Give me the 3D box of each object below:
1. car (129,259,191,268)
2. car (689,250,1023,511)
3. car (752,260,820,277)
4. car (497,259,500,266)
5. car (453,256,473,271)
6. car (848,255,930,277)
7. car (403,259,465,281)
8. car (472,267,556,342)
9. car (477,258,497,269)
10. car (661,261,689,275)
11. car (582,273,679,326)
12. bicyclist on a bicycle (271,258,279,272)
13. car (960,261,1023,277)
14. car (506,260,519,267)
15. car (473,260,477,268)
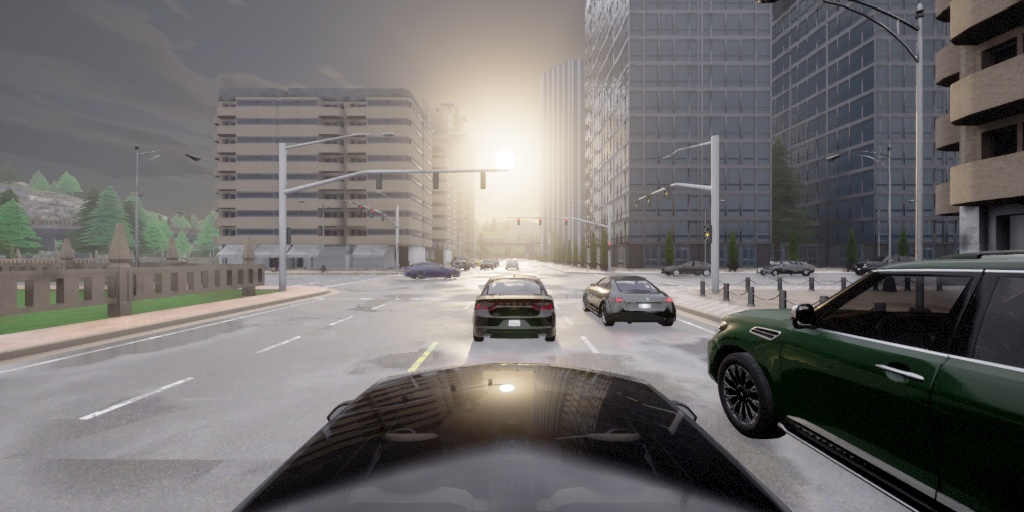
[{"bbox_3d":[-26.950,1.201,28.214,4.892,1.490,1.837,-1,0,7],"label":"car"},{"bbox_3d":[3.601,0.971,2.268,2.150,2.045,5.566,0,0,0],"label":"car"},{"bbox_3d":[26.315,1.186,34.582,4.902,1.511,2.128,0,0,0],"label":"car"},{"bbox_3d":[-3.613,1.241,62.285,2.128,1.511,4.902,0,0,0],"label":"car"},{"bbox_3d":[-7.132,0.972,49.574,2.150,2.045,5.566,0,0,0],"label":"car"},{"bbox_3d":[36.194,0.916,34.530,5.566,2.045,2.150,0,0,0],"label":"car"},{"bbox_3d":[-6.708,1.250,29.978,4.674,1.442,1.812,0,1,-28],"label":"car"},{"bbox_3d":[0.063,1.228,9.841,1.882,1.535,5.008,0,0,0],"label":"car"},{"bbox_3d":[-3.632,1.255,52.945,1.837,1.490,4.892,0,0,0],"label":"car"},{"bbox_3d":[16.953,1.199,34.633,4.892,1.490,1.837,0,0,0],"label":"car"},{"bbox_3d":[3.571,1.314,11.622,1.994,1.385,4.181,0,0,0],"label":"car"},{"bbox_3d":[-26.109,0.995,39.787,0.582,1.620,1.656,0,0,7],"label":"bicyclist on a bicycle"},{"bbox_3d":[46.533,1.220,34.450,4.674,1.442,1.812,0,0,1],"label":"car"},{"bbox_3d":[0.047,1.275,55.530,1.812,1.442,4.674,0,0,0],"label":"car"},{"bbox_3d":[-7.125,1.255,59.278,1.837,1.490,4.892,0,0,0],"label":"car"}]
